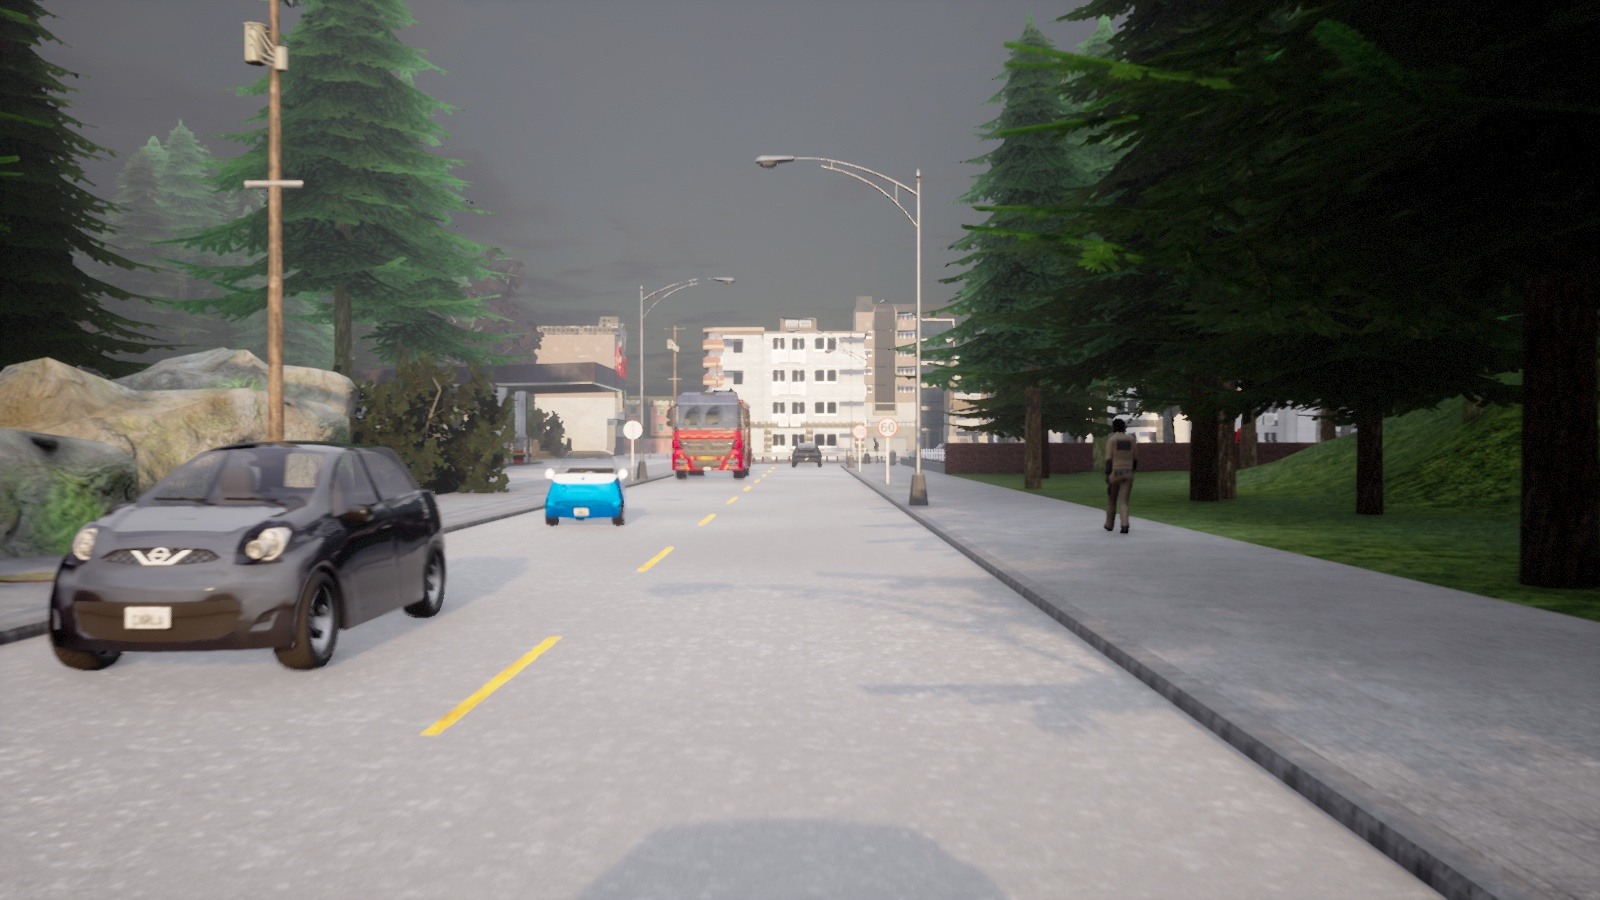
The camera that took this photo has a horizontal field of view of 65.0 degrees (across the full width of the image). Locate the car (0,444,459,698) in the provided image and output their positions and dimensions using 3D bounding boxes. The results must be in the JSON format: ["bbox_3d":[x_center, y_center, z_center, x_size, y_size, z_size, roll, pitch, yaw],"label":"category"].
[{"bbox_3d":[-3.932,0.706,9.231,1.845,1.501,3.633,0,0,0],"label":"car"}]

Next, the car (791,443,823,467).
[{"bbox_3d":[0.466,0.306,79.215,1.837,1.490,4.892,0,0,2],"label":"car"}]

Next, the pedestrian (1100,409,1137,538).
[{"bbox_3d":[4.840,0.352,19.095,0.396,1.930,0.692,0,0,0],"label":"pedestrian"}]

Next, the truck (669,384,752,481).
[{"bbox_3d":[-3.698,-0.725,53.868,2.891,3.827,8.468,0,0,0],"label":"truck"}]

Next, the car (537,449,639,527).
[{"bbox_3d":[-3.853,0.668,23.068,1.481,1.376,2.207,0,0,0],"label":"car"}]
